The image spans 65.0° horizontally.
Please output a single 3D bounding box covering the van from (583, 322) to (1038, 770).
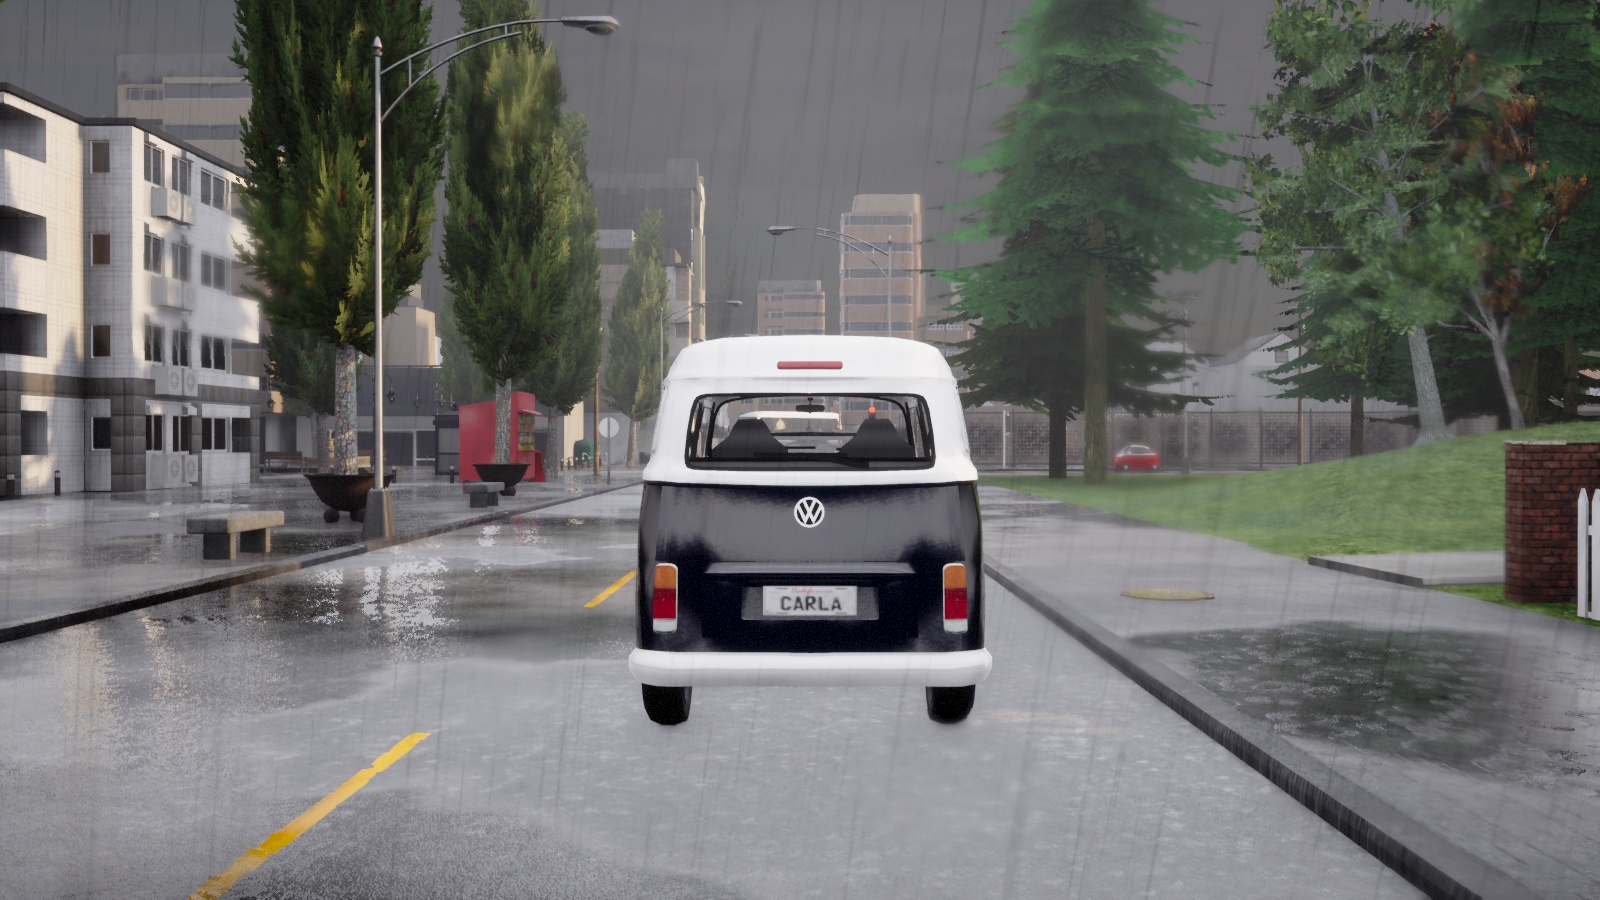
[{"bbox_3d":[0.064,0.425,7.961,2.069,2.038,4.480,0,0,0],"label":"van"}]

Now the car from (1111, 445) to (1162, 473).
[{"bbox_3d":[17.163,0.453,64.179,2.207,1.376,1.481,0,0,0],"label":"car"}]
